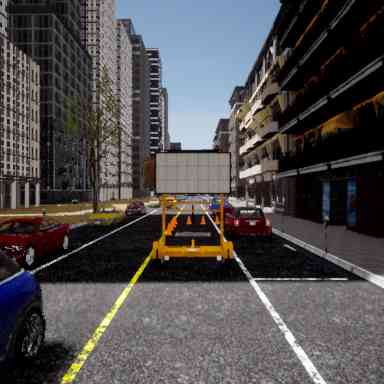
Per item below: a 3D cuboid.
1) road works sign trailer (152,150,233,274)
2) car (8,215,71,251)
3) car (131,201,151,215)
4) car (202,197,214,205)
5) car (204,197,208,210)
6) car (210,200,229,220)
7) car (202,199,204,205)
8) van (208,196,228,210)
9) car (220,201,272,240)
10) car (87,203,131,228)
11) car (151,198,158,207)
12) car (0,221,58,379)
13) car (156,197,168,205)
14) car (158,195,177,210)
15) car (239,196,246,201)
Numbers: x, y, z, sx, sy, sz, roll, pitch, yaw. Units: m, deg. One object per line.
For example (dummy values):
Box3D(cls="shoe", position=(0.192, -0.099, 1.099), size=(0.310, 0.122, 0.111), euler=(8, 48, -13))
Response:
Box3D(cls="road works sign trailer", position=(0.028, 0.466, 10.594), size=(2.380, 3.560, 2.880), euler=(0, 0, 0))
Box3D(cls="car", position=(-5.660, 1.547, 11.409), size=(1.887, 1.381, 4.507), euler=(0, 0, 0))
Box3D(cls="car", position=(-5.595, 1.597, 33.540), size=(1.802, 1.307, 4.206), euler=(0, 0, 0))
Box3D(cls="car", position=(2.867, 1.594, 61.178), size=(2.008, 1.369, 4.403), euler=(0, 0, 0))
Box3D(cls="car", position=(2.802, 1.460, 39.047), size=(1.967, 1.590, 4.097), euler=(0, 0, 0))
Box3D(cls="car", position=(2.769, 1.593, 27.982), size=(1.802, 1.307, 4.206), euler=(0, 0, 0))
Box3D(cls="car", position=(2.835, 1.581, 50.112), size=(2.008, 1.369, 4.403), euler=(0, 0, 0))
Box3D(cls="van", position=(2.786, 1.357, 33.514), size=(1.690, 1.788, 3.998), euler=(0, 0, 0))
Box3D(cls="car", position=(2.737, 1.444, 16.916), size=(1.967, 1.590, 4.097), euler=(0, 0, 0))
Box3D(cls="car", position=(-5.627, 1.532, 22.304), size=(1.752, 1.417, 4.829), euler=(0, 0, 0))
Box3D(cls="car", position=(-5.546, 1.555, 49.967), size=(1.752, 1.417, 4.829), euler=(0, 0, 0))
Box3D(cls="car", position=(-3.094, 1.352, 2.707), size=(2.097, 1.767, 4.553), euler=(0, 0, 0))
Box3D(cls="car", position=(-5.513, 1.588, 61.203), size=(1.887, 1.381, 4.507), euler=(0, 0, 0))
Box3D(cls="car", position=(-2.877, 1.500, 42.392), size=(1.882, 1.535, 5.008), euler=(0, 0, 0))
Box3D(cls="car", position=(13.661, 1.414, 80.552), size=(4.403, 1.369, 2.008), euler=(-1, 1, 0))
